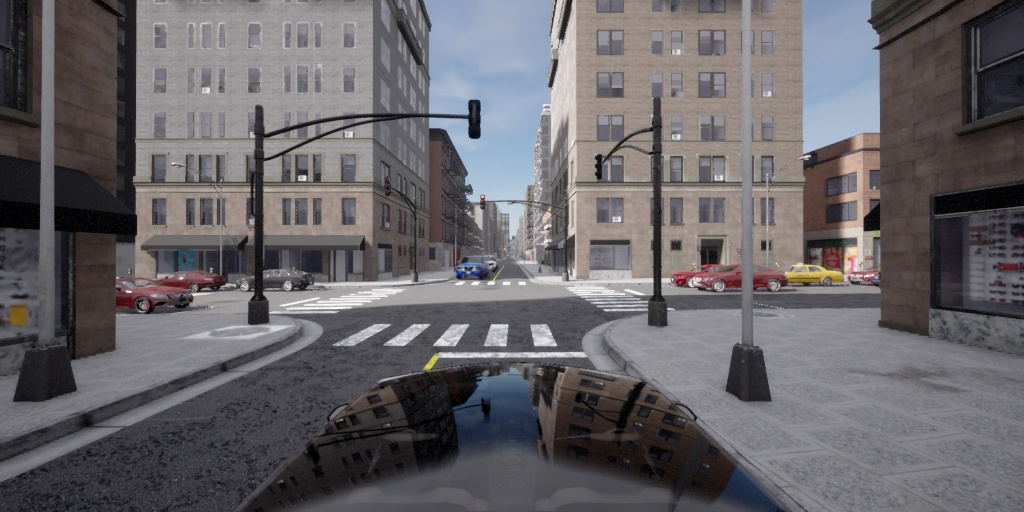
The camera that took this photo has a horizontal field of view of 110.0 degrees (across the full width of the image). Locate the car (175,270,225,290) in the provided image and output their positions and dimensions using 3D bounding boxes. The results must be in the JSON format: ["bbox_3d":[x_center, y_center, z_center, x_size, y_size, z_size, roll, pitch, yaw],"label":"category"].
[{"bbox_3d":[-20.161,1.545,22.244,4.207,1.307,1.802,0,0,0],"label":"car"}]

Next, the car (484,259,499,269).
[{"bbox_3d":[-3.125,1.181,55.249,1.882,1.535,5.008,0,0,0],"label":"car"}]

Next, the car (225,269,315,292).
[{"bbox_3d":[-14.633,1.458,22.209,4.403,1.370,2.007,0,0,0],"label":"car"}]

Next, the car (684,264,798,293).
[{"bbox_3d":[12.186,1.158,19.283,4.674,1.442,1.812,-1,0,1],"label":"car"}]

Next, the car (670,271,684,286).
[{"bbox_3d":[12.130,1.190,22.039,4.507,1.381,1.888,0,0,0],"label":"car"}]

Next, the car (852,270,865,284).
[{"bbox_3d":[23.115,1.121,21.968,4.207,1.307,1.802,0,0,0],"label":"car"}]

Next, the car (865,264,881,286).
[{"bbox_3d":[22.767,1.078,19.213,5.357,1.411,2.033,-1,0,1],"label":"car"}]

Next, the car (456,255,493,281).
[{"bbox_3d":[-3.257,0.964,30.766,2.150,2.045,5.566,0,0,3],"label":"car"}]

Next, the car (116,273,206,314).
[{"bbox_3d":[-14.661,1.451,13.683,4.207,1.307,1.802,0,0,0],"label":"car"}]

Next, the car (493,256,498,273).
[{"bbox_3d":[-3.126,0.948,44.332,2.150,2.045,5.566,0,0,0],"label":"car"}]

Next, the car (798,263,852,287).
[{"bbox_3d":[17.452,1.117,22.004,4.829,1.417,1.751,0,0,0],"label":"car"}]
